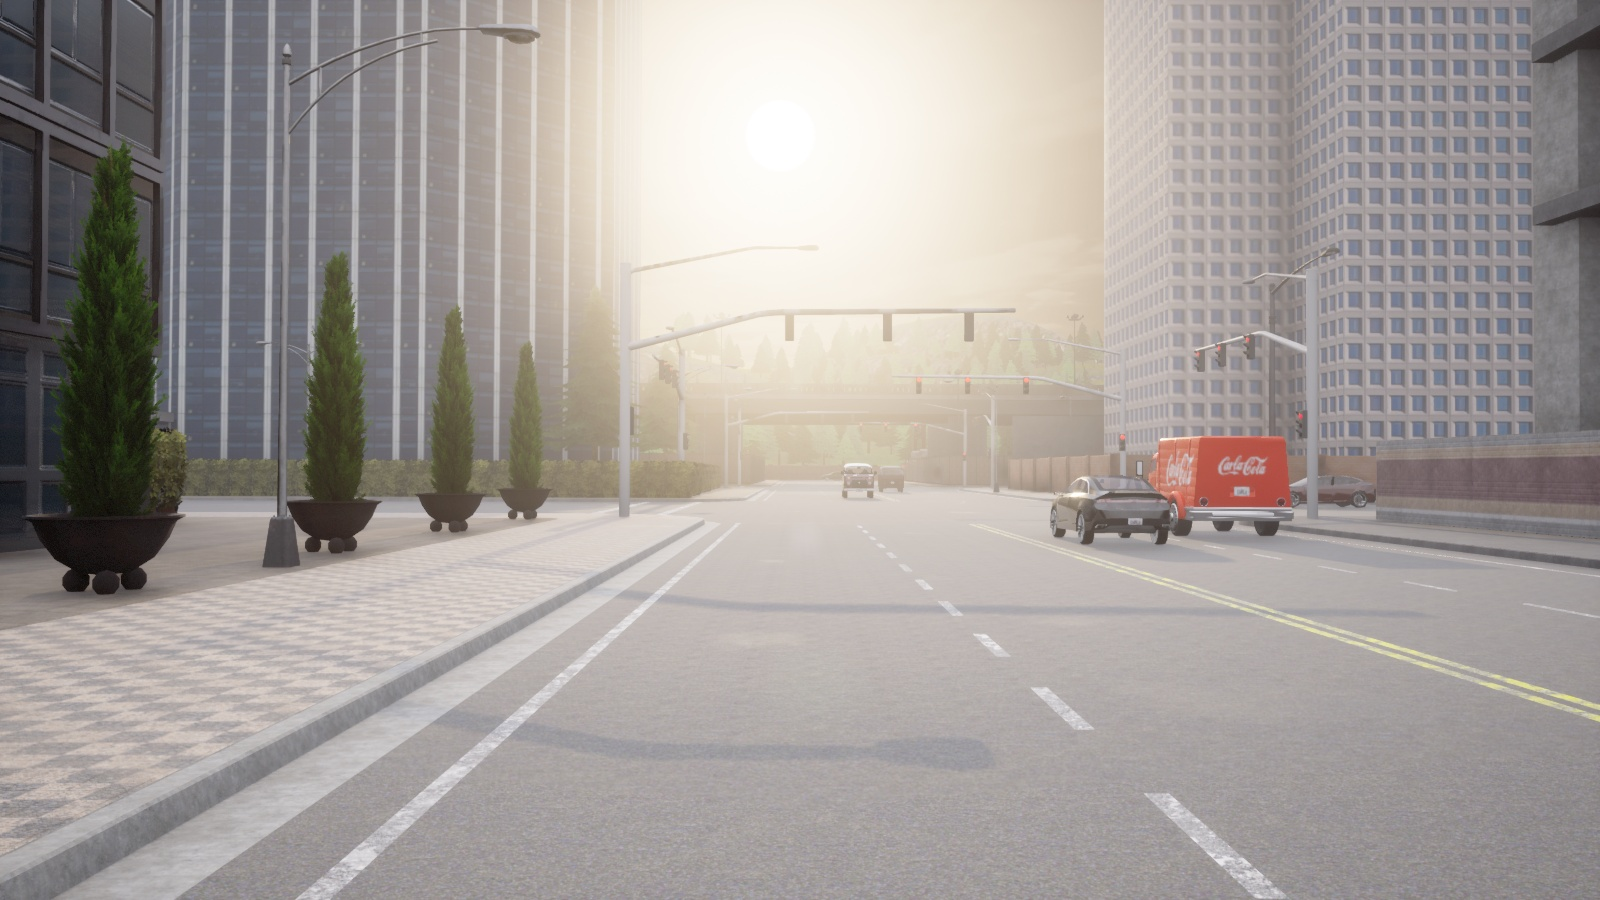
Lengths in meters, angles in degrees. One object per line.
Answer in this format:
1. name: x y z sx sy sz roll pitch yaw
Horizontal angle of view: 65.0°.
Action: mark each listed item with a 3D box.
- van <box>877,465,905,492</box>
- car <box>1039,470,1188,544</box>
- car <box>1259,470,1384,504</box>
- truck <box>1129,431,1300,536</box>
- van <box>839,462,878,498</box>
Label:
1. van: 6.849 2.127 94.728 1.775 1.987 4.442 0 -1 0
2. car: 6.955 1.219 28.436 2.128 1.511 4.902 0 -1 0
3. car: 23.678 1.676 57.119 4.792 1.488 2.163 0 -1 0
4. truck: 10.448 0.825 32.182 2.627 2.467 5.204 0 -1 0
5. van: 3.382 1.758 73.672 2.069 2.038 4.480 0 -1 0
